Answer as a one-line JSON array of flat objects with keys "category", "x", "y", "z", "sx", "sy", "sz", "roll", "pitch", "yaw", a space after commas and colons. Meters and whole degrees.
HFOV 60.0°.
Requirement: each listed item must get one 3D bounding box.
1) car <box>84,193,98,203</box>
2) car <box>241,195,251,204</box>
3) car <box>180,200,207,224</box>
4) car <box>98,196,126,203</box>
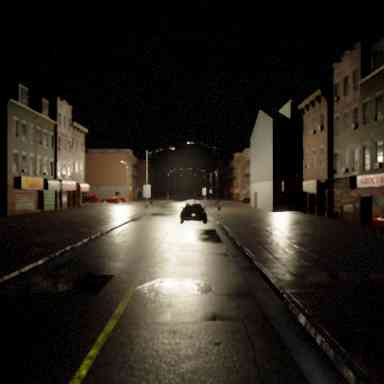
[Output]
[{"category": "car", "x": -20.098, "y": 1.187, "z": 62.691, "sx": 5.009, "sy": 1.841, "sz": 2.192, "roll": 0, "pitch": 0, "yaw": 0}, {"category": "car", "x": 11.745, "y": 1.419, "z": 62.731, "sx": 5.009, "sy": 1.841, "sz": 2.192, "roll": 0, "pitch": -1, "yaw": 0}, {"category": "car", "x": 0.112, "y": 1.557, "z": 25.047, "sx": 1.994, "sy": 1.385, "sz": 4.181, "roll": 0, "pitch": 0, "yaw": 0}, {"category": "car", "x": -14.666, "y": 1.455, "z": 62.695, "sx": 4.507, "sy": 1.381, "sz": 1.887, "roll": 0, "pitch": 0, "yaw": 0}]
